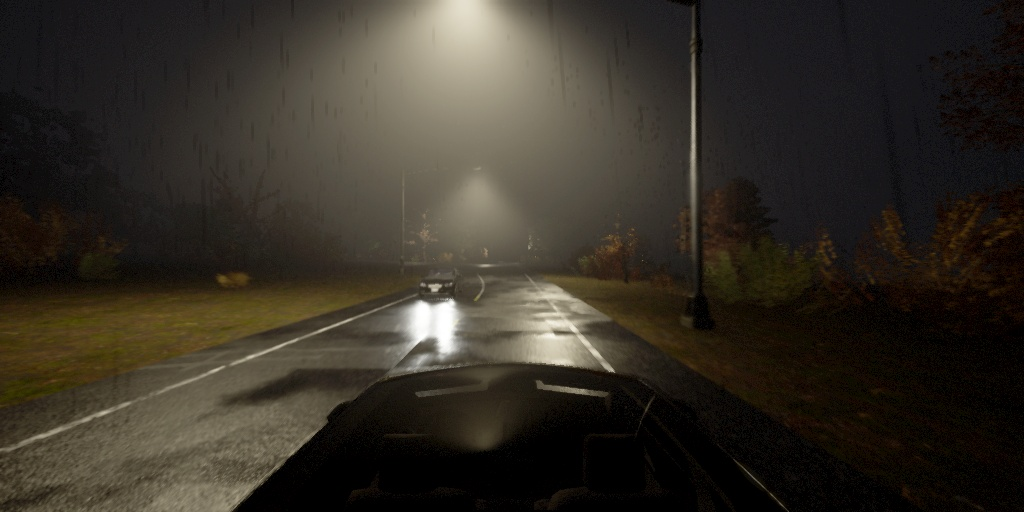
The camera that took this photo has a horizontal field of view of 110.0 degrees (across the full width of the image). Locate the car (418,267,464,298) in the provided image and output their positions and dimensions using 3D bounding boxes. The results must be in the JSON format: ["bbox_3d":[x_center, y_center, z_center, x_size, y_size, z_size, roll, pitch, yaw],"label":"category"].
[{"bbox_3d":[-3.731,1.370,19.502,2.128,1.511,4.902,0,0,-1],"label":"car"}]
